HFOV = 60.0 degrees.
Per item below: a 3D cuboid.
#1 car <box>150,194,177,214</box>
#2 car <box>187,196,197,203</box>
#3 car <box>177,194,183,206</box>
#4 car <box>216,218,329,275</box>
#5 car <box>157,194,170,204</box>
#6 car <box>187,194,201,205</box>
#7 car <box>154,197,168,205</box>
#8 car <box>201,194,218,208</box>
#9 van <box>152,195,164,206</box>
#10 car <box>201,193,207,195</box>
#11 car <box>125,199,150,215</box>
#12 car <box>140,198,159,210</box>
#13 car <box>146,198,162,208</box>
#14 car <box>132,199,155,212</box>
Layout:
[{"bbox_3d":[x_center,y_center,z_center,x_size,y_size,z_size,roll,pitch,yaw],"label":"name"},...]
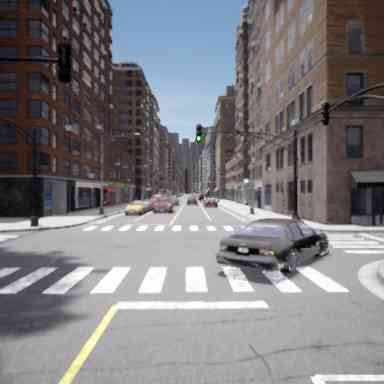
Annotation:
[{"bbox_3d":[-3.096,1.387,36.508,2.097,1.767,4.553,0,0,0],"label":"car"},{"bbox_3d":[-0.004,1.580,68.916,1.812,1.442,4.674,0,0,0],"label":"car"},{"bbox_3d":[-3.063,1.555,54.962,2.128,1.511,4.902,0,0,0],"label":"car"},{"bbox_3d":[2.811,1.559,10.681,2.033,1.411,5.357,0,0,36],"label":"car"},{"bbox_3d":[-5.673,1.402,66.645,2.192,1.841,5.009,0,0,0],"label":"car"},{"bbox_3d":[0.054,1.562,58.850,2.128,1.511,4.902,0,0,0],"label":"car"},{"bbox_3d":[-5.672,1.626,61.193,2.008,1.369,4.403,0,0,0],"label":"car"},{"bbox_3d":[2.853,1.496,50.328,1.967,1.590,4.097,0,0,0],"label":"car"},{"bbox_3d":[-5.673,1.406,55.743,1.690,1.788,3.998,0,0,0],"label":"van"},{"bbox_3d":[2.996,1.347,82.840,2.150,2.045,5.566,0,0,0],"label":"car"},{"bbox_3d":[-5.671,1.557,33.770,1.752,1.417,4.829,0,0,0],"label":"car"},{"bbox_3d":[-5.671,1.591,44.841,1.887,1.381,4.507,0,0,0],"label":"car"},{"bbox_3d":[-5.672,1.600,50.292,1.887,1.381,4.507,0,0,0],"label":"car"},{"bbox_3d":[-5.671,1.590,39.390,2.008,1.369,4.403,0,0,0],"label":"car"}]
